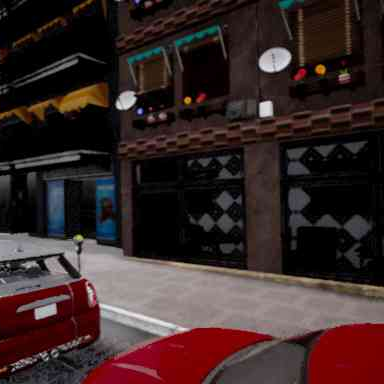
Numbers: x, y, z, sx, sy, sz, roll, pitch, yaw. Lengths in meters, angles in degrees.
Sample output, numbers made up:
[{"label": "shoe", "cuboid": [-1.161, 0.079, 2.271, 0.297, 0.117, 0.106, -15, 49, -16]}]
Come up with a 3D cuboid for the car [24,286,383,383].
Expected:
[{"label": "car", "cuboid": [1.155, 1.546, 1.920, 4.507, 1.381, 1.887, -1, -2, 36]}]

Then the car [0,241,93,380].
[{"label": "car", "cuboid": [-3.343, 1.480, 5.142, 4.097, 1.590, 1.967, -1, -2, 36]}]
